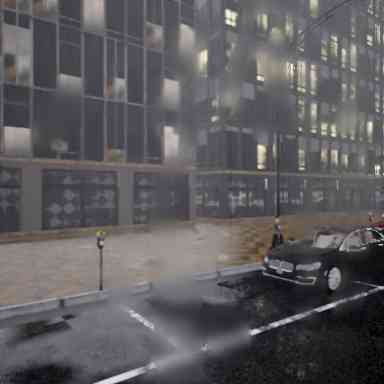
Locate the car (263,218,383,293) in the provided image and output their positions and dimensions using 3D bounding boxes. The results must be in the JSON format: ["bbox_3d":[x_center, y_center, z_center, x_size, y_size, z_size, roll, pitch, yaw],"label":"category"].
[{"bbox_3d":[3.759,1.554,8.758,4.403,1.369,2.008,0,0,-35],"label":"car"}]

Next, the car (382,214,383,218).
[{"bbox_3d":[8.363,1.321,11.999,5.009,1.841,2.192,0,0,-35],"label":"car"}]
